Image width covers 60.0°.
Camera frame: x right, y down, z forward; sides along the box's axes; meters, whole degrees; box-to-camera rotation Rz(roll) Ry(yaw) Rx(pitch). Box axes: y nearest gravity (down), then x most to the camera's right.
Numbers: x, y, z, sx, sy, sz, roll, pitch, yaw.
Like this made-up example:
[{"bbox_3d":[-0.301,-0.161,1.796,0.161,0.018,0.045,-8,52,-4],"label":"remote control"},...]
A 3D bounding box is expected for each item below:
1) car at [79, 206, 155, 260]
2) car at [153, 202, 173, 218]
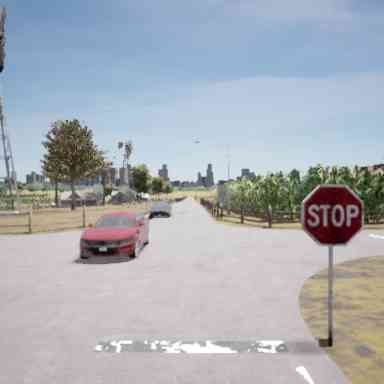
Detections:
[{"bbox_3d":[-2.783,1.522,12.882,1.882,1.535,5.008,-1,0,0],"label":"car"},{"bbox_3d":[-2.795,1.652,31.155,2.033,1.411,5.357,0,0,0],"label":"car"}]
